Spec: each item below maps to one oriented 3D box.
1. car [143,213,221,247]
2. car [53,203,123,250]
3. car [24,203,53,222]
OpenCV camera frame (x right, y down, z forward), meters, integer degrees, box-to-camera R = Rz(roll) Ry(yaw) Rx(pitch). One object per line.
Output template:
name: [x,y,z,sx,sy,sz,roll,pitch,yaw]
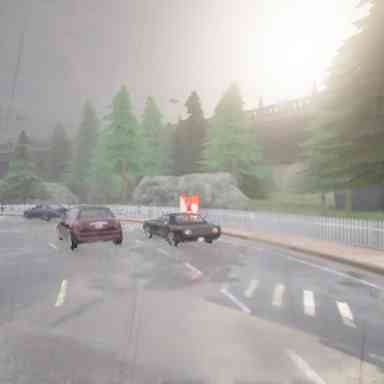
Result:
car: [-0.660,1.597,15.146,1.895,1.301,4.718,-1,0,-27]
car: [-4.749,1.398,15.077,2.097,1.767,4.553,-1,0,-29]
car: [-12.034,1.651,27.604,4.674,1.442,1.812,-1,0,35]
